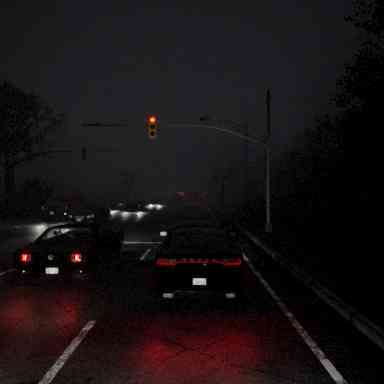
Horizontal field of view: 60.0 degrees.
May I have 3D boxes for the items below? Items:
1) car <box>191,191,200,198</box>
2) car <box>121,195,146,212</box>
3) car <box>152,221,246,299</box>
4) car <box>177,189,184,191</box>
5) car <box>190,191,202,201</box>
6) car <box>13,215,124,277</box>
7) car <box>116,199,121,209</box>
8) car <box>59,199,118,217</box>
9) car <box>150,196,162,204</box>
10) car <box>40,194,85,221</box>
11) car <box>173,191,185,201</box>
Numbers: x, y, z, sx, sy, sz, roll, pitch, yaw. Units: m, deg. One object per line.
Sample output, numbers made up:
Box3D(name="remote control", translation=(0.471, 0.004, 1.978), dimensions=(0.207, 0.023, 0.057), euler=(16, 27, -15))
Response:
Box3D(name="car", translation=(0.815, 0.561, 77.603), dimensions=(1.895, 1.301, 4.718), euler=(0, 3, 1))
Box3D(name="car", translation=(-6.716, 1.477, 39.784), dimensions=(1.882, 1.535, 5.008), euler=(0, 0, 1))
Box3D(name="car", translation=(0.153, 1.478, 8.522), dimensions=(1.882, 1.535, 5.008), euler=(0, 0, 0))
Box3D(name="car", translation=(-2.689, 0.173, 77.247), dimensions=(2.097, 1.767, 4.553), euler=(0, 3, 1))
Box3D(name="car", translation=(0.792, 0.738, 66.938), dimensions=(2.150, 2.045, 5.566), euler=(0, 3, 1))
Box3D(name="car", translation=(-3.373, 1.601, 10.199), dimensions=(1.895, 1.301, 4.718), euler=(0, 0, -1))
Box3D(name="car", translation=(-10.185, 1.564, 42.435), dimensions=(1.994, 1.385, 4.181), euler=(0, 0, 1))
Box3D(name="car", translation=(-6.910, 1.492, 22.827), dimensions=(2.128, 1.511, 4.902), euler=(0, 0, 1))
Box3D(name="car", translation=(-6.466, 1.449, 59.837), dimensions=(1.895, 1.301, 4.718), euler=(0, 2, 1))
Box3D(name="car", translation=(-10.358, 1.222, 27.405), dimensions=(2.150, 2.045, 5.566), euler=(0, 0, 1))
Box3D(name="car", translation=(-2.808, 1.070, 66.869), dimensions=(2.033, 1.411, 5.357), euler=(0, 3, 1))
